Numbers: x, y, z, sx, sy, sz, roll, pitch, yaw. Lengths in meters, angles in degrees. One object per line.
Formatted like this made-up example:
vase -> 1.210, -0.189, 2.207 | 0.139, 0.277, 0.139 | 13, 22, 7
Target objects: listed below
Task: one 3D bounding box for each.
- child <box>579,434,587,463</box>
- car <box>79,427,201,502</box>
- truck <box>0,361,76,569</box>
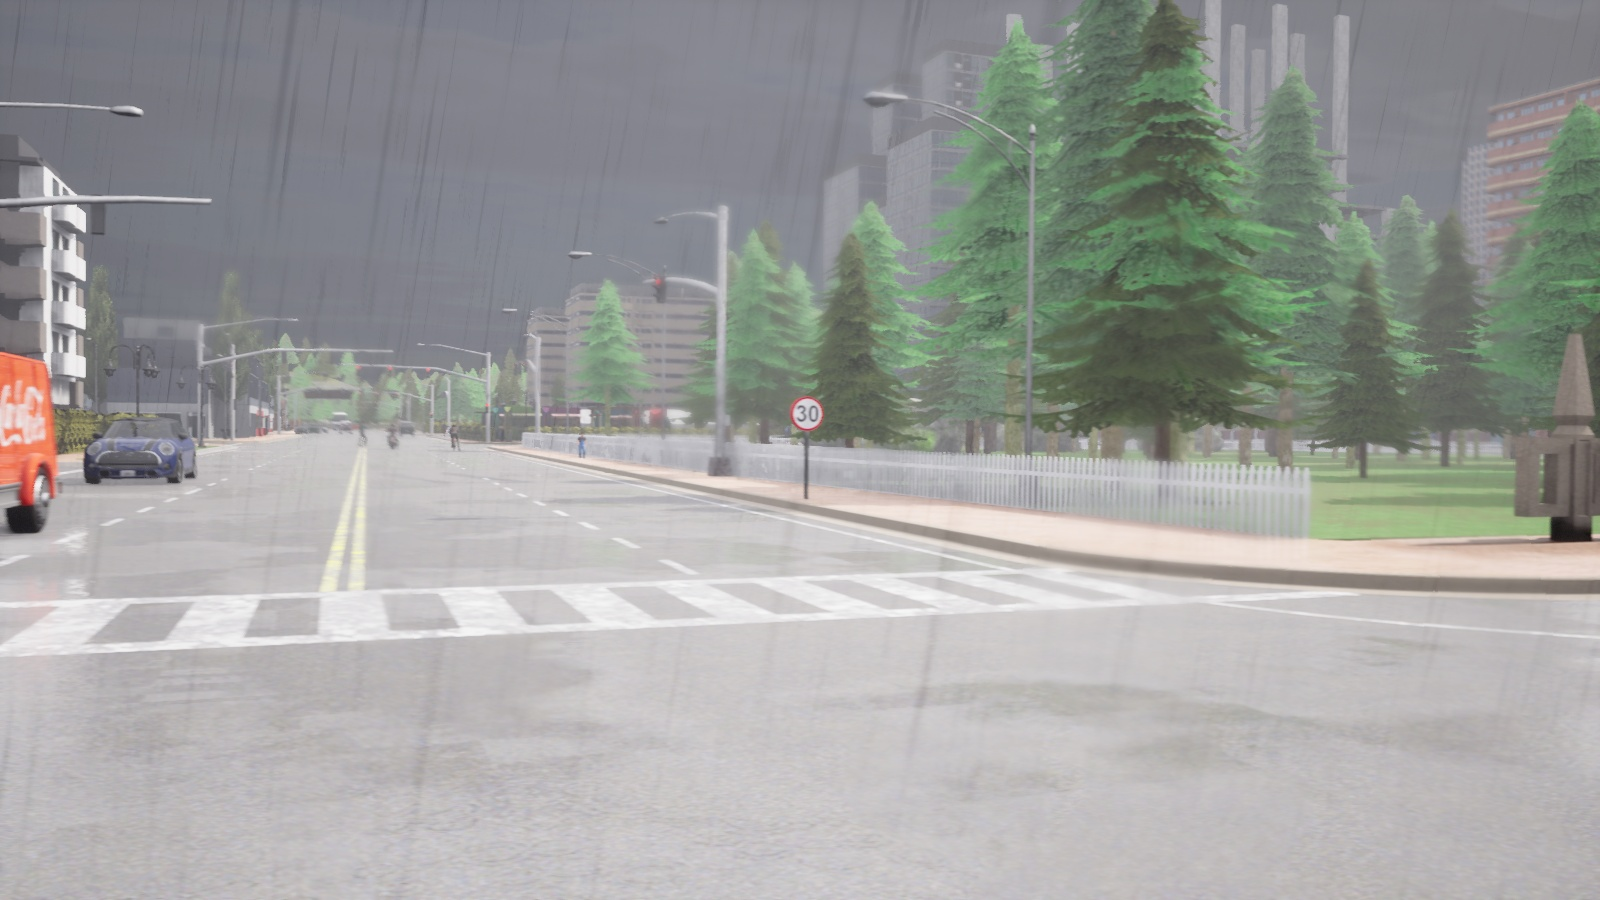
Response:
child -> -9.701, -0.071, 56.047 | 0.270, 1.263, 0.437 | -1, 1, -19
car -> -16.916, 0.312, 32.431 | 2.097, 1.767, 4.553 | -1, 1, -19
truck -> -11.182, 0.175, 15.787 | 2.627, 2.467, 5.204 | -1, 1, -19
